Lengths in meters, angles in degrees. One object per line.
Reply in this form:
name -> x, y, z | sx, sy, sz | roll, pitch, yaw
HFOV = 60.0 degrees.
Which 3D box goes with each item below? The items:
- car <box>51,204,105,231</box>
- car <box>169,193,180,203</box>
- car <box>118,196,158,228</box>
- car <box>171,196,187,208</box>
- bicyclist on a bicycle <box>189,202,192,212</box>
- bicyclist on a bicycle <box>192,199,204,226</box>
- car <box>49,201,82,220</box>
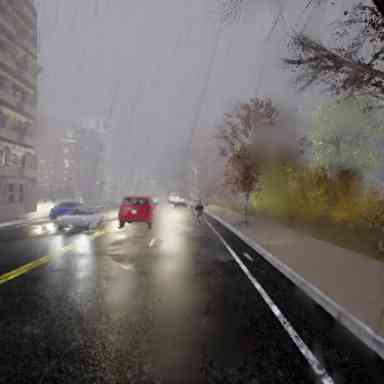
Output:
car -> -6.940, 1.644, 21.119 | 1.895, 1.301, 4.718 | 0, 0, -2
car -> -3.746, 1.319, 71.605 | 2.150, 2.045, 5.566 | 0, 0, -6
car -> -3.549, 1.261, 22.558 | 2.150, 2.045, 5.566 | 0, 0, -2
car -> -1.828, 1.672, 50.565 | 1.895, 1.301, 4.718 | 0, 0, -4
bicyclist on a bicycle -> 0.149, 1.482, 31.936 | 0.866, 1.612, 1.509 | 0, 0, -3
bicyclist on a bicycle -> 0.511, 1.402, 22.144 | 0.659, 1.776, 1.843 | 0, 0, -2
car -> -10.469, 1.538, 28.366 | 1.882, 1.535, 5.008 | 0, 0, -2
